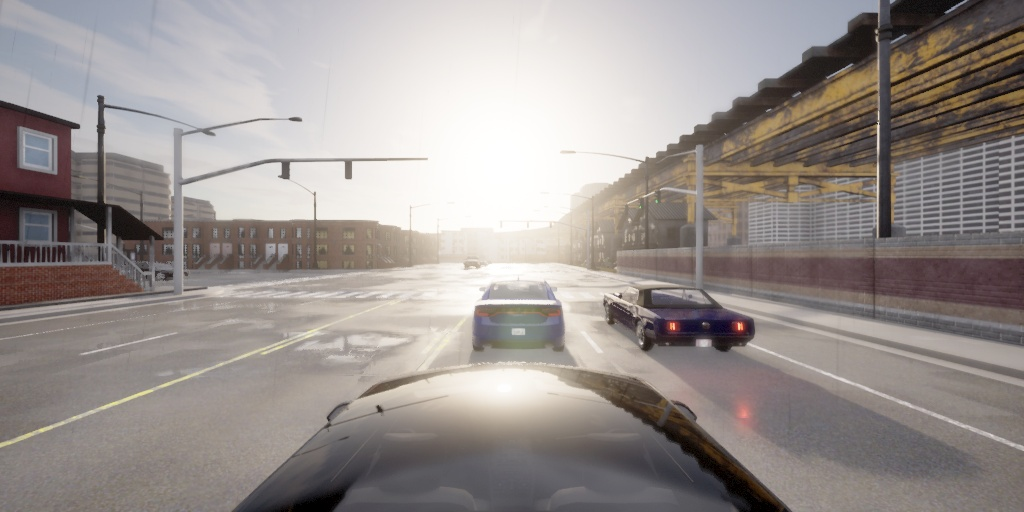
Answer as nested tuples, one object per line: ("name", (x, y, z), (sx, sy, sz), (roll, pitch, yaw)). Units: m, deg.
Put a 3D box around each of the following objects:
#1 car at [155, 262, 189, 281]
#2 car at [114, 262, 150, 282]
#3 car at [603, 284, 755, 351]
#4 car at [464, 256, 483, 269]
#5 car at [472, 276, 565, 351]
("car", (-29.923, 1.254, 29.972), (4.892, 1.490, 1.837), (0, 0, 1))
("car", (-29.872, 1.313, 26.467), (4.181, 1.385, 1.994), (0, 0, 1))
("car", (3.656, 1.351, 8.964), (1.895, 1.301, 4.718), (0, 0, 1))
("car", (-6.362, 0.963, 57.601), (2.150, 2.045, 5.566), (0, 1, 1))
("car", (0.157, 1.228, 9.003), (1.882, 1.535, 5.008), (0, 0, 1))
